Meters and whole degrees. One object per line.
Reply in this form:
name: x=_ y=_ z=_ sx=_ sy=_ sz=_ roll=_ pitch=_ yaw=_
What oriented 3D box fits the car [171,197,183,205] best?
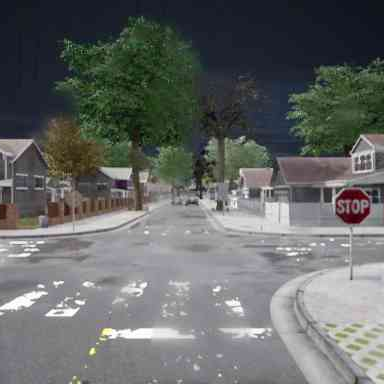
car: x=-2.748 y=1.625 z=61.100 sx=2.128 sy=1.511 sz=4.902 roll=0 pitch=0 yaw=0

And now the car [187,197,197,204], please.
car: x=0.002 y=1.674 z=67.349 sx=1.812 sy=1.442 sz=4.674 roll=0 pitch=0 yaw=0

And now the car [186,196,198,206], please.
car: x=0.002 y=1.476 z=57.317 sx=2.097 sy=1.767 sz=4.553 roll=0 pitch=0 yaw=0
